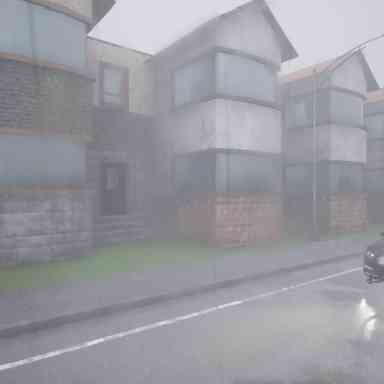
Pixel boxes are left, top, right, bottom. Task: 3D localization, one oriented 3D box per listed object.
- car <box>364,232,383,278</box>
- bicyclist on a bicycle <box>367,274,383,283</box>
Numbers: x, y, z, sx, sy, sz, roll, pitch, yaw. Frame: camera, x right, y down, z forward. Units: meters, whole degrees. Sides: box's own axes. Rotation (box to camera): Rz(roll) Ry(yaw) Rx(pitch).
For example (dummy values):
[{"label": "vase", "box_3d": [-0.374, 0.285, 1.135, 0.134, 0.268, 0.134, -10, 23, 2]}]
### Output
[{"label": "car", "box_3d": [6.404, 1.492, 8.800, 4.902, 1.511, 2.128, 0, 0, -37]}, {"label": "bicyclist on a bicycle", "box_3d": [4.335, 1.481, 6.264, 1.656, 0.582, 1.620, -5, -27, -1]}]
